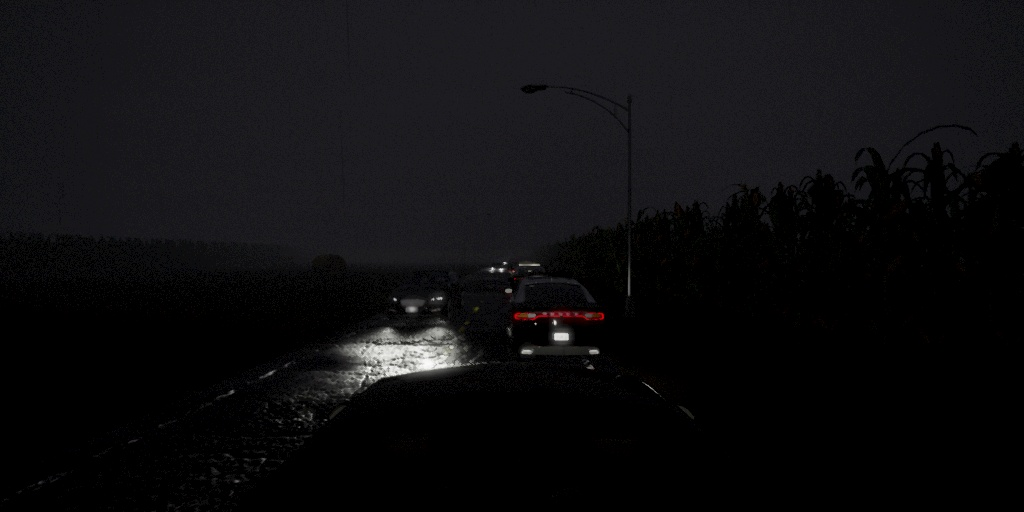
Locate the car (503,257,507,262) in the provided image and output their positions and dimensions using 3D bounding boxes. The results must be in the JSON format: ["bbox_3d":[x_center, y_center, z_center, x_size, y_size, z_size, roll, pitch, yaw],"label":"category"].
[{"bbox_3d":[0.275,1.178,51.222,2.128,1.511,4.902,0,0,1],"label":"car"}]

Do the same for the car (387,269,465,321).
[{"bbox_3d":[-2.799,1.237,12.520,2.128,1.511,4.902,0,0,0],"label":"car"}]

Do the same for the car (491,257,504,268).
[{"bbox_3d":[-2.500,1.265,59.470,1.895,1.301,4.718,0,0,0],"label":"car"}]

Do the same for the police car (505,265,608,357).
[{"bbox_3d":[0.858,1.173,8.709,1.930,1.638,5.238,0,0,0],"label":"police car"}]

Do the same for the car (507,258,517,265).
[{"bbox_3d":[0.926,1.084,24.568,2.097,1.767,4.553,0,0,0],"label":"car"}]

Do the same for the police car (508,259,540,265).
[{"bbox_3d":[0.901,1.165,18.709,1.930,1.638,5.238,0,0,0],"label":"police car"}]
